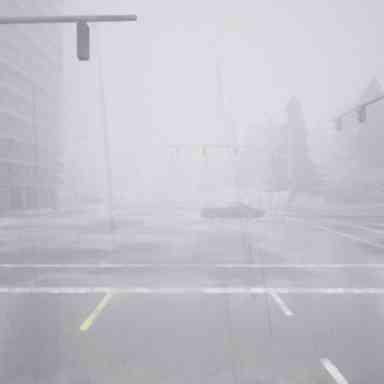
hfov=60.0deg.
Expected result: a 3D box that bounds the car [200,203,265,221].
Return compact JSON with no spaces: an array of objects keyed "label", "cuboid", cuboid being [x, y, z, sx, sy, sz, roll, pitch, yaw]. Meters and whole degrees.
[{"label":"car","cuboid":[2.930,1.461,25.075,4.718,1.301,1.895,0,1,0]}]

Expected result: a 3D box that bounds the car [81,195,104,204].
[{"label":"car","cuboid":[-16.100,1.152,53.546,2.033,1.411,5.357,0,1,-41]}]
